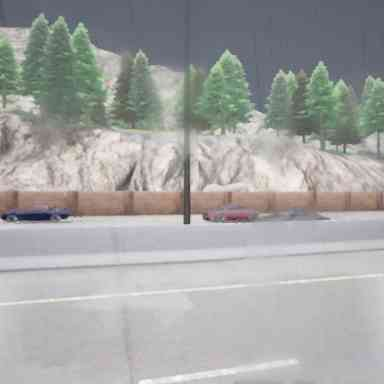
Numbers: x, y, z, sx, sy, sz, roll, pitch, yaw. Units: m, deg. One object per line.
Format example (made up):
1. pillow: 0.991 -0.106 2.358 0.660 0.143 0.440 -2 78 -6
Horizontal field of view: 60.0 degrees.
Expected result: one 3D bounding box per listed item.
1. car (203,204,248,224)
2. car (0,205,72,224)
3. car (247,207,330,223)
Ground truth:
1. car: 2.938 1.614 24.921 4.181 1.385 1.994 0 0 -16
2. car: -11.460 1.636 24.727 4.718 1.301 1.895 0 0 -14
3. car: 5.543 1.604 18.382 4.181 1.385 1.994 0 0 -16
